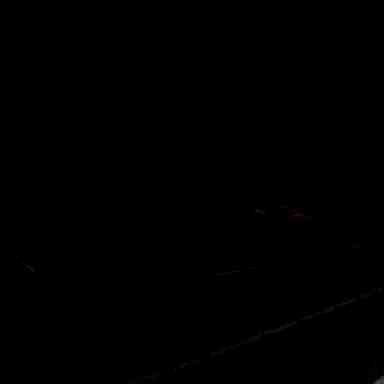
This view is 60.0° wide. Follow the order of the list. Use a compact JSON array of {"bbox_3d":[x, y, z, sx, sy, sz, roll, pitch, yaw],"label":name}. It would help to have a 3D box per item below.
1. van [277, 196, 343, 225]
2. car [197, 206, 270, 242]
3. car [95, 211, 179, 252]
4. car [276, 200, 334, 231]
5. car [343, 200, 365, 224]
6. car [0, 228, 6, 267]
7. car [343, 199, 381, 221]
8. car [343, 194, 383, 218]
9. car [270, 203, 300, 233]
[{"bbox_3d":[7.597,1.285,22.886,1.878,1.987,4.442,0,0,-40],"label":"van"},{"bbox_3d":[1.366,1.547,17.569,2.163,1.488,4.792,0,0,-38],"label":"car"},{"bbox_3d":[-2.953,1.513,14.225,2.231,1.521,4.892,0,0,-37],"label":"car"},{"bbox_3d":[5.700,1.511,20.896,1.946,1.575,5.366,0,0,-40],"label":"car"},{"bbox_3d":[9.736,1.545,24.561,2.002,1.452,4.674,0,0,-40],"label":"car"},{"bbox_3d":[-7.414,1.531,10.859,2.163,1.488,4.792,0,0,-36],"label":"car"},{"bbox_3d":[11.722,1.526,26.263,2.163,1.488,4.792,0,0,-41],"label":"car"},{"bbox_3d":[13.714,1.235,28.125,2.435,2.045,5.566,0,0,-42],"label":"car"},{"bbox_3d":[3.473,1.557,19.307,2.002,1.452,4.674,0,0,-39],"label":"car"}]
